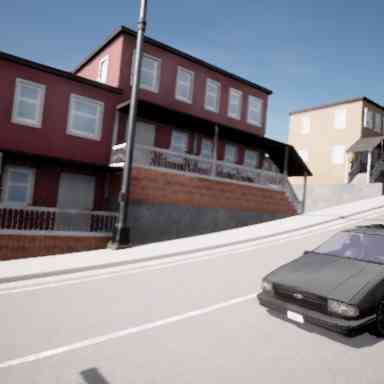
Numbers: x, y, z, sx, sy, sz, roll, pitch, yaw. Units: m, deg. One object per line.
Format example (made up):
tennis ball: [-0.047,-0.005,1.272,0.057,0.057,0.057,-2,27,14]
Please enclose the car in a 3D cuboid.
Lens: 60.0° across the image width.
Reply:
car: [3.746,1.413,6.646,5.357,1.411,2.033,-3,2,-35]
